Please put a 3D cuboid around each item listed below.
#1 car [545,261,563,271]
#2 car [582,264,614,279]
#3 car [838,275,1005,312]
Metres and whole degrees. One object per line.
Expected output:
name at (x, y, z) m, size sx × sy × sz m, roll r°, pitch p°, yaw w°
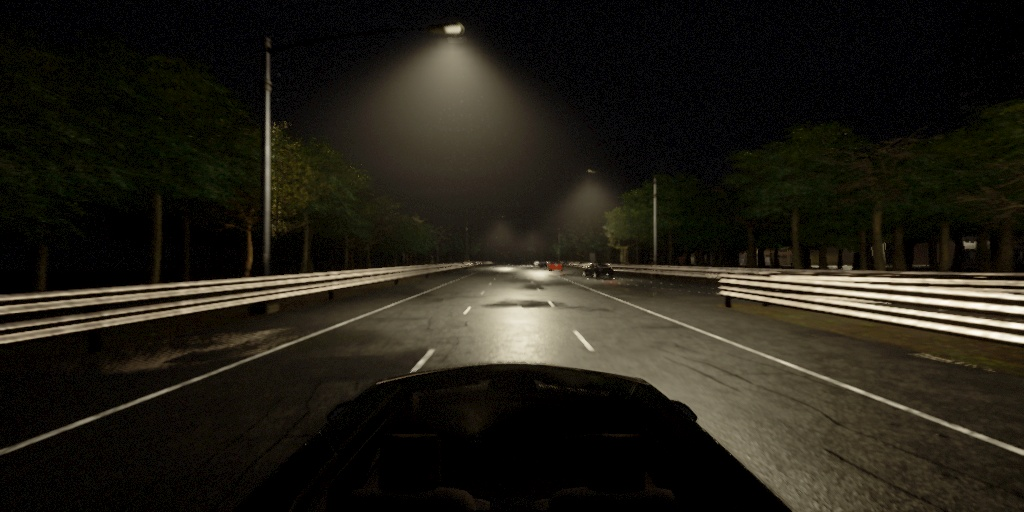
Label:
car at (6.965, 1.558, 58.402) m, size 2.097 × 1.767 × 4.553 m, roll 0°, pitch 0°, yaw 0°
car at (8.956, 1.558, 37.605) m, size 1.837 × 1.490 × 4.892 m, roll 0°, pitch 0°, yaw -10°
car at (16.060, 1.439, 14.744) m, size 1.895 × 1.301 × 4.718 m, roll 0°, pitch -1°, yaw -22°
